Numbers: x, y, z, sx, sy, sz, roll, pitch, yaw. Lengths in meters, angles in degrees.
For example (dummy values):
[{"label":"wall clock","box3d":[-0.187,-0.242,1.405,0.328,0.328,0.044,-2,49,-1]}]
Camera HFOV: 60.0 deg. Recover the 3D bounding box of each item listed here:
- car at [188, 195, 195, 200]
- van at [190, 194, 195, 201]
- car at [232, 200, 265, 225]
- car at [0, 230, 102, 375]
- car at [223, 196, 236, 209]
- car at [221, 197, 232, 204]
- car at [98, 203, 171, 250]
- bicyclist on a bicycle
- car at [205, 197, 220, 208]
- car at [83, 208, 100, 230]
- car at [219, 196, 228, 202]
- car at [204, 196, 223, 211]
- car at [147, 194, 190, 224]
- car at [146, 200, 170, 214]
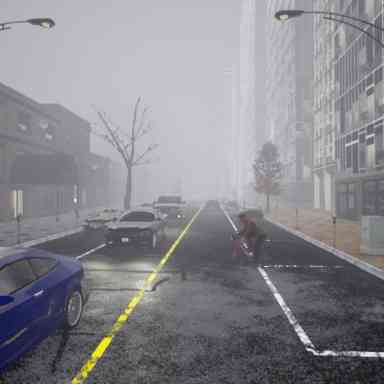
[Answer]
[{"label":"car","box3d":[-0.069,1.625,92.156,1.802,1.307,4.206,1,0,4]},{"label":"van","box3d":[-0.414,1.381,86.522,1.690,1.788,3.998,1,0,4]},{"label":"car","box3d":[4.202,1.559,23.976,2.008,1.369,4.403,1,0,4]},{"label":"car","box3d":[-2.932,1.527,4.251,1.812,1.442,4.674,0,0,5]},{"label":"car","box3d":[5.497,1.564,46.514,1.887,1.381,4.507,1,0,4]},{"label":"car","box3d":[6.545,1.593,63.414,1.947,1.339,4.313,1,0,4]},{"label":"car","box3d":[-2.288,1.482,14.686,1.882,1.535,5.008,0,0,4]},{"label":"bicyclist on a bicycle","box3d":[1.662,1.453,9.680,1.656,1.620,0.582,-2,0,4]},{"label":"car","box3d":[3.163,1.512,50.957,2.128,1.511,4.902,0,0,4]},{"label":"car","box3d":[-4.740,1.557,18.933,2.008,1.369,4.403,1,0,4]},{"label":"car","box3d":[7.593,1.603,80.314,1.947,1.339,4.313,1,0,4]},{"label":"car","box3d":[2.543,1.520,40.890,1.837,1.490,4.892,0,0,4]},{"label":"car","box3d":[-1.626,1.230,25.223,2.150,2.045,5.566,0,0,4]},{"label":"car","box3d":[-3.597,1.595,35.827,1.802,1.307,4.206,1,0,4]}]
